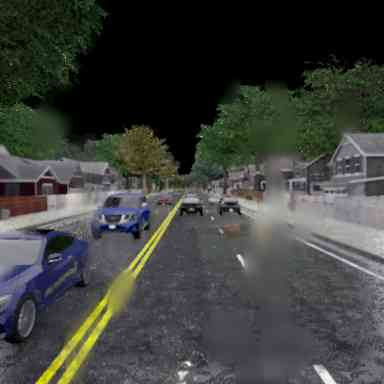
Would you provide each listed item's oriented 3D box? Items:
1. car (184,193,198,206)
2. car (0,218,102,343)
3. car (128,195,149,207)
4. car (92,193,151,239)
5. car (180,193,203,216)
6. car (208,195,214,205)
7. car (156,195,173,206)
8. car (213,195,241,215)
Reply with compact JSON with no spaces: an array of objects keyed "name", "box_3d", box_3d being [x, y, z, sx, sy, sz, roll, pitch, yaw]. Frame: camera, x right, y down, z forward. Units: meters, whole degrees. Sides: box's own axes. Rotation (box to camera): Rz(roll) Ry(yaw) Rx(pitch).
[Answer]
[{"name":"car","box_3d":[-0.107,0.930,44.477,1.837,1.490,4.892,0,1,0]},{"name":"car","box_3d":[-3.371,1.505,6.551,1.812,1.442,4.674,0,0,0]},{"name":"car","box_3d":[-6.673,1.074,42.145,1.895,1.301,4.718,0,1,0]},{"name":"car","box_3d":[-3.405,1.092,16.985,2.150,2.045,5.566,0,1,0]},{"name":"car","box_3d":[-0.047,1.158,28.788,1.882,1.535,5.008,0,1,0]},{"name":"car","box_3d":[3.143,1.031,43.802,1.895,1.301,4.718,0,1,0]},{"name":"car","box_3d":[-3.423,1.068,42.158,1.895,1.301,4.718,0,1,0]},{"name":"car","box_3d":[3.206,1.170,29.571,1.837,1.490,4.892,0,1,0]}]
